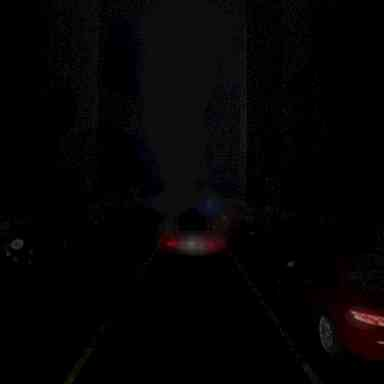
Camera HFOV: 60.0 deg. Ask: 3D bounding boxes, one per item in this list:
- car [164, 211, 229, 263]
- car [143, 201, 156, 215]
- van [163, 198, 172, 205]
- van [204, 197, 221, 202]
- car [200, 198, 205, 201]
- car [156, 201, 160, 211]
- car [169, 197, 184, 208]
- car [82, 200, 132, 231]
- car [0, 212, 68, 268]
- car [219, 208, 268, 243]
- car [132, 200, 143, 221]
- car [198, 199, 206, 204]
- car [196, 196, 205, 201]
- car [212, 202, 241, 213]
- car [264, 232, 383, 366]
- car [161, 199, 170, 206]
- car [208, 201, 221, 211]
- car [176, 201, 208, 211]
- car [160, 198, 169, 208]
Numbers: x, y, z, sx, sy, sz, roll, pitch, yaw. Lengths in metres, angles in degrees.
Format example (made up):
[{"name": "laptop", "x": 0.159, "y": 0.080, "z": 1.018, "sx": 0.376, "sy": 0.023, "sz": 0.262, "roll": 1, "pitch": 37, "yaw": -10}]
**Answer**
[{"name": "car", "x": 0.013, "y": 1.679, "z": 12.515, "sx": 2.033, "sy": 1.411, "sz": 5.357, "roll": 0, "pitch": -1, "yaw": 0}, {"name": "car", "x": -5.846, "y": 1.864, "z": 39.650, "sx": 1.967, "sy": 1.590, "sz": 4.097, "roll": 0, "pitch": -1, "yaw": 0}, {"name": "van", "x": -5.834, "y": 2.257, "z": 79.127, "sx": 1.690, "sy": 1.788, "sz": 3.998, "roll": 0, "pitch": -1, "yaw": 0}, {"name": "van", "x": 2.679, "y": 1.764, "z": 39.633, "sx": 1.690, "sy": 1.788, "sz": 3.998, "roll": 0, "pitch": -1, "yaw": 0}, {"name": "car", "x": 2.685, "y": 2.159, "z": 56.754, "sx": 1.752, "sy": 1.417, "sz": 4.829, "roll": 0, "pitch": -1, "yaw": 1}, {"name": "car", "x": -5.844, "y": 1.930, "z": 45.288, "sx": 1.967, "sy": 1.590, "sz": 4.097, "roll": 0, "pitch": -1, "yaw": 0}, {"name": "car", "x": -3.004, "y": 2.211, "z": 64.555, "sx": 1.882, "sy": 1.535, "sz": 5.008, "roll": 0, "pitch": -1, "yaw": 1}, {"name": "car", "x": -5.851, "y": 1.554, "z": 22.733, "sx": 2.192, "sy": 1.841, "sz": 5.009, "roll": 0, "pitch": -1, "yaw": 0}, {"name": "car", "x": -5.854, "y": 1.561, "z": 11.453, "sx": 1.967, "sy": 1.590, "sz": 4.097, "roll": 0, "pitch": -1, "yaw": 0}, {"name": "car", "x": 2.673, "y": 1.724, "z": 17.076, "sx": 1.887, "sy": 1.381, "sz": 4.507, "roll": 0, "pitch": -1, "yaw": 0}, {"name": "car", "x": -5.849, "y": 1.613, "z": 28.372, "sx": 2.192, "sy": 1.841, "sz": 5.009, "roll": 0, "pitch": -1, "yaw": 0}, {"name": "car", "x": 2.696, "y": 2.597, "z": 90.378, "sx": 2.008, "sy": 1.369, "sz": 4.403, "roll": 0, "pitch": -1, "yaw": 0}, {"name": "car", "x": 2.415, "y": 1.999, "z": 67.321, "sx": 2.150, "sy": 2.045, "sz": 5.566, "roll": 0, "pitch": -1, "yaw": 0}, {"name": "car", "x": 2.675, "y": 1.678, "z": 22.715, "sx": 1.967, "sy": 1.590, "sz": 4.097, "roll": 0, "pitch": -1, "yaw": 0}, {"name": "car", "x": 2.670, "y": 1.643, "z": 5.798, "sx": 1.802, "sy": 1.307, "sz": 4.206, "roll": 0, "pitch": -1, "yaw": 0}, {"name": "car", "x": -5.837, "y": 2.370, "z": 73.314, "sx": 1.752, "sy": 1.417, "sz": 4.829, "roll": 0, "pitch": -1, "yaw": 0}, {"name": "car", "x": 2.678, "y": 1.924, "z": 33.992, "sx": 1.947, "sy": 1.339, "sz": 4.313, "roll": 0, "pitch": -1, "yaw": 0}, {"name": "car", "x": 0.030, "y": 1.792, "z": 28.506, "sx": 2.128, "sy": 1.511, "sz": 4.902, "roll": 0, "pitch": 0, "yaw": 0}, {"name": "car", "x": -5.846, "y": 2.226, "z": 62.001, "sx": 1.752, "sy": 1.417, "sz": 4.829, "roll": 0, "pitch": -1, "yaw": 1}]
